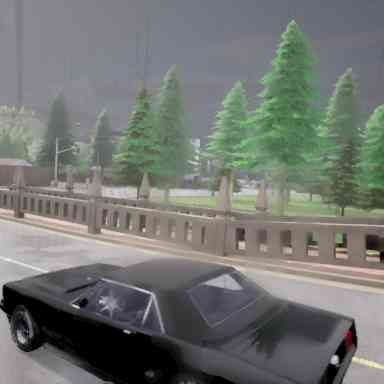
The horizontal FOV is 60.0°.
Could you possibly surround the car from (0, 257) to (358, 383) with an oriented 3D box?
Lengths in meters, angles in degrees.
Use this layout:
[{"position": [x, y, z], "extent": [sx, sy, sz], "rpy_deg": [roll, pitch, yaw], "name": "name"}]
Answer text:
[{"position": [-0.555, 1.577, 4.380], "extent": [4.718, 1.301, 1.895], "rpy_deg": [1, 1, 35], "name": "car"}]
